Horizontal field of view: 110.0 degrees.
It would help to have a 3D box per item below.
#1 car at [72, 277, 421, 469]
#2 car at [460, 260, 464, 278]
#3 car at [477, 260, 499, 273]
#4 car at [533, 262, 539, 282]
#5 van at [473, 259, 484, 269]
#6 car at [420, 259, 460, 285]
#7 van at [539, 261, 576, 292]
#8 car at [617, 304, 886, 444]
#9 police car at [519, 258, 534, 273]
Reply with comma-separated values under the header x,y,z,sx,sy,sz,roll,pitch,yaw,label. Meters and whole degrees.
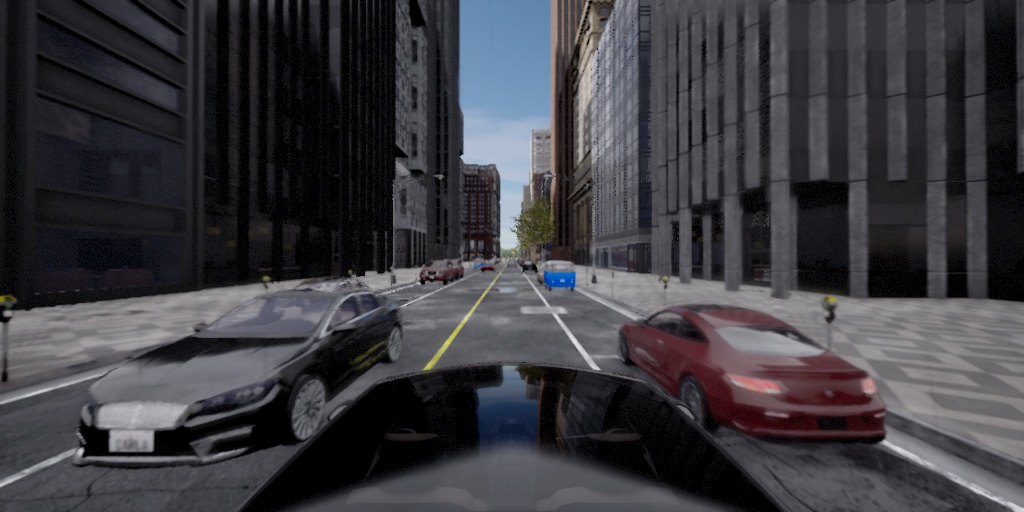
x,y,z,sx,sy,sz,roll,pitch,yaw,label
-3.101,1.261,5.376,2.128,1.511,4.902,0,0,0,car
-5.672,1.212,33.483,2.192,1.841,5.009,0,0,0,car
-3.082,1.546,47.520,1.895,1.301,4.718,0,0,0,car
2.855,1.402,27.994,1.751,1.417,4.829,0,0,0,car
-5.675,1.345,61.675,1.690,1.789,3.998,0,0,0,van
-5.672,1.190,27.843,2.192,1.841,5.009,0,0,0,car
2.855,1.194,22.182,1.690,1.789,3.998,0,0,0,van
2.857,1.352,5.262,1.802,1.307,4.207,0,0,0,car
2.360,1.377,49.078,1.930,1.638,5.238,0,0,0,police car
